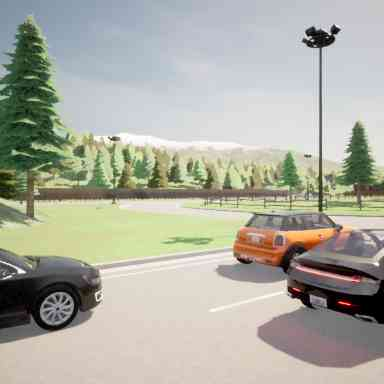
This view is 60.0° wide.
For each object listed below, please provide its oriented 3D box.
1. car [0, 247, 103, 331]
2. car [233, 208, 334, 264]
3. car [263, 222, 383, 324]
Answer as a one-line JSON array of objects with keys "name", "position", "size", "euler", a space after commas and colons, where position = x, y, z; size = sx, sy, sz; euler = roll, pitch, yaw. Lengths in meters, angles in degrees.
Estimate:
[{"name": "car", "position": [-3.899, 1.505, 5.265], "size": [4.892, 1.490, 1.837], "euler": [0, 0, -35]}, {"name": "car", "position": [3.522, 1.352, 10.575], "size": [4.553, 1.767, 2.097], "euler": [0, 0, -35]}, {"name": "car", "position": [3.958, 1.492, 6.600], "size": [4.902, 1.511, 2.128], "euler": [0, 0, -35]}]
